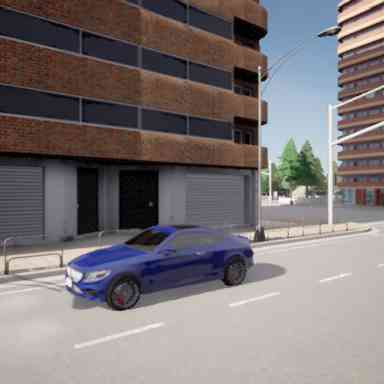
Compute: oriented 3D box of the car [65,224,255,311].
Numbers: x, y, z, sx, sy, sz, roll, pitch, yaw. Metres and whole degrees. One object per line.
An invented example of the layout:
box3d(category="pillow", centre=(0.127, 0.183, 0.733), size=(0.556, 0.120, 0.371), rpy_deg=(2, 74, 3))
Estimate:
box3d(category="car", centre=(-0.523, 1.524, 7.902), size=(4.674, 1.442, 1.812), rpy_deg=(0, 0, -36))
